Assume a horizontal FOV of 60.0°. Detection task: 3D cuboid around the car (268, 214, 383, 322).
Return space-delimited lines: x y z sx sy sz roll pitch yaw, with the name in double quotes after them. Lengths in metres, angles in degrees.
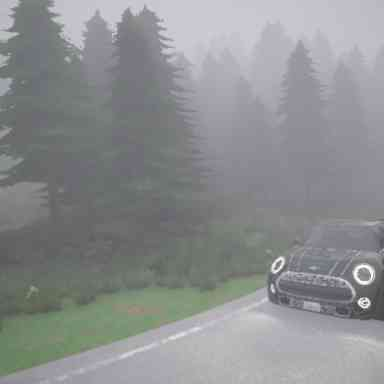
3.540 1.449 7.638 2.097 1.767 4.553 -3 -2 40 "car"
